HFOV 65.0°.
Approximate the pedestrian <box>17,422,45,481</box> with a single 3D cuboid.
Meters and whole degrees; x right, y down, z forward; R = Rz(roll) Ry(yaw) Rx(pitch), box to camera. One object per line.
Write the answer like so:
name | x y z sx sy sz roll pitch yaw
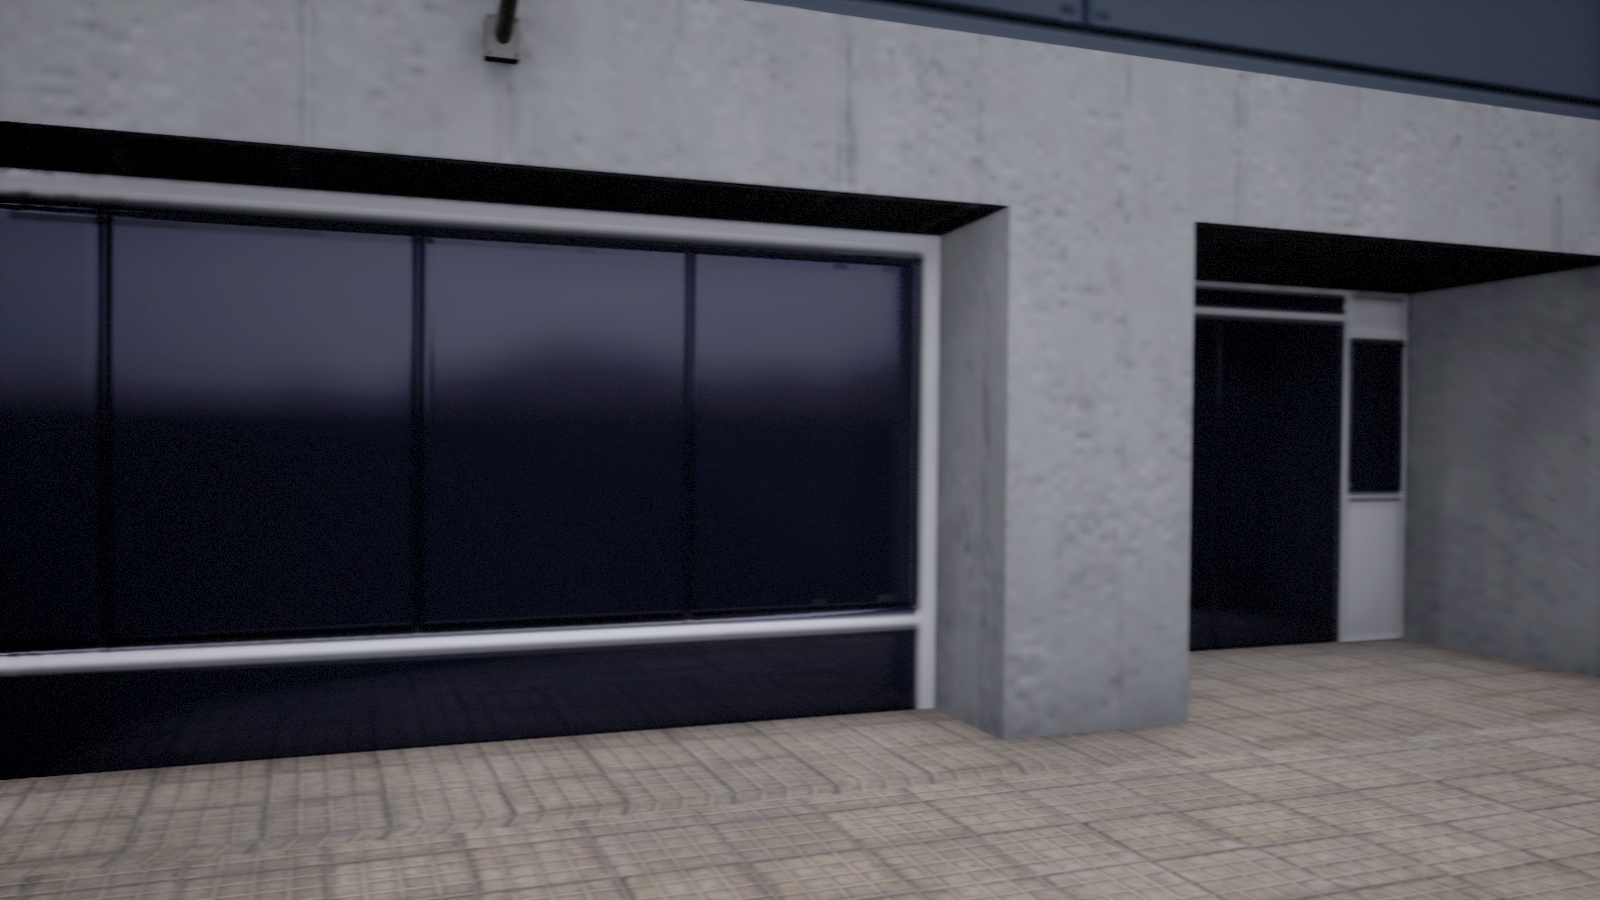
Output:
pedestrian | -25.469 0.056 41.590 0.692 1.930 0.395 -1 1 -19
